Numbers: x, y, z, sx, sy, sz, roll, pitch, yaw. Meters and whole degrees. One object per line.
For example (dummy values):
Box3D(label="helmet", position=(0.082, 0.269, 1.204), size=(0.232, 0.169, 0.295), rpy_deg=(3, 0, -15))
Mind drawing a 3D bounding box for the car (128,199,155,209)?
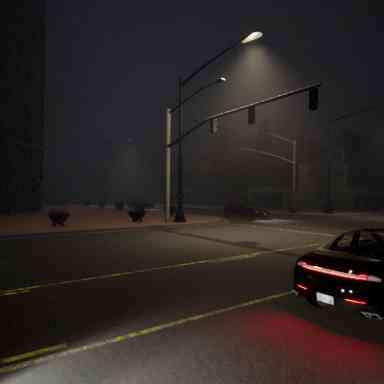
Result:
Box3D(label="car", position=(-7.202, 1.626, 46.857), size=(2.033, 1.411, 5.357), rpy_deg=(1, -1, -35))

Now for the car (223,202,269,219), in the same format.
Box3D(label="car", position=(4.752, 1.604, 29.837), size=(1.812, 1.442, 4.674), rpy_deg=(1, 0, -37))

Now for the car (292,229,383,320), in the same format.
Box3D(label="car", position=(4.117, 1.503, 6.739), size=(4.902, 1.511, 2.128), rpy_deg=(0, 0, -35))
